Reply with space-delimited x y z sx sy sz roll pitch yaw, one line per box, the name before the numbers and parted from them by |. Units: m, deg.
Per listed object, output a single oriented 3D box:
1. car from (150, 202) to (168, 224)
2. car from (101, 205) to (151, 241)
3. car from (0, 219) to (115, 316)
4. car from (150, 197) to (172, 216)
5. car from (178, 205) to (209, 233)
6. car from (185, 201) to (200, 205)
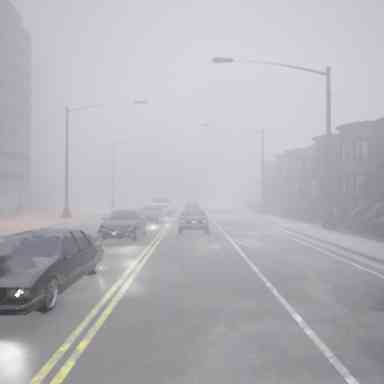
car | -3.504 1.829 28.058 2.033 1.411 5.357 0 -1 0
car | -3.570 1.684 17.735 1.837 1.490 4.892 0 -1 0
car | -3.597 1.630 8.126 2.033 1.411 5.357 0 -1 0
car | -3.505 1.607 38.423 2.150 2.045 5.566 0 -1 0
car | 0.097 1.759 21.072 2.033 1.411 5.357 0 -1 0
car | 0.045 1.917 43.882 1.882 1.535 5.008 0 -1 0
